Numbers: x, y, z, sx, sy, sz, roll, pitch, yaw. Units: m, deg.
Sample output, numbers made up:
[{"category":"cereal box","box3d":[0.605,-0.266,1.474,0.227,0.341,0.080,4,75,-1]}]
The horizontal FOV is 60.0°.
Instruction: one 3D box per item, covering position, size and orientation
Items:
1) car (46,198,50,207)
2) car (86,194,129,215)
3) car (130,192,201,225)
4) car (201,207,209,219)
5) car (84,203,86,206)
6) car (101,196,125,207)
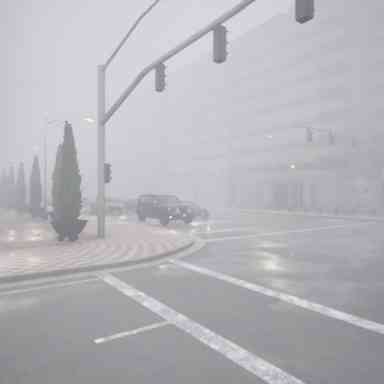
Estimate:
[{"category":"car","box3d":[-21.549,1.517,51.505,1.994,1.385,4.181,0,0,-35]},{"category":"car","box3d":[-8.399,1.307,32.792,2.097,1.767,4.553,0,0,-35]},{"category":"car","box3d":[-2.084,1.173,23.861,2.150,2.045,5.566,0,0,-35]},{"category":"car","box3d":[-0.487,1.480,27.666,1.812,1.442,4.674,0,0,-35]},{"category":"car","box3d":[-16.235,1.502,49.989,2.033,1.411,5.357,0,0,-35]},{"category":"car","box3d":[-12.022,1.434,50.377,1.882,1.535,5.008,0,0,-35]}]
